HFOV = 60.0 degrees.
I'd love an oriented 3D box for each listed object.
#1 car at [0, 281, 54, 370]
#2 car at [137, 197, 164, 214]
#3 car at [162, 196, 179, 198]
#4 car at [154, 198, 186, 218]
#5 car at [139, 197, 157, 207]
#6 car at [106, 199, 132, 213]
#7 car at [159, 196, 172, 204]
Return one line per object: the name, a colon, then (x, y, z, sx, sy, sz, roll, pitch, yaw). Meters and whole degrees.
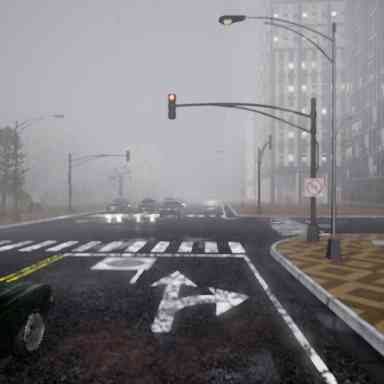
car: (-3.091, 1.602, 3.055, 1.895, 1.301, 4.718, 0, 0, 1)
car: (-4.729, 1.522, 36.465, 1.837, 1.490, 4.892, 0, 0, 5)
car: (-3.539, 1.528, 51.371, 1.837, 1.490, 4.892, 0, 2, 5)
car: (-1.757, 1.533, 30.320, 2.033, 1.411, 5.357, 0, -1, 4)
car: (-6.767, 1.531, 51.766, 1.837, 1.490, 4.892, 0, 0, 5)
car: (-7.968, 1.508, 36.730, 2.128, 1.511, 4.902, 0, 0, 5)
car: (-5.411, 1.524, 67.798, 1.882, 1.535, 5.008, 0, 0, 5)
